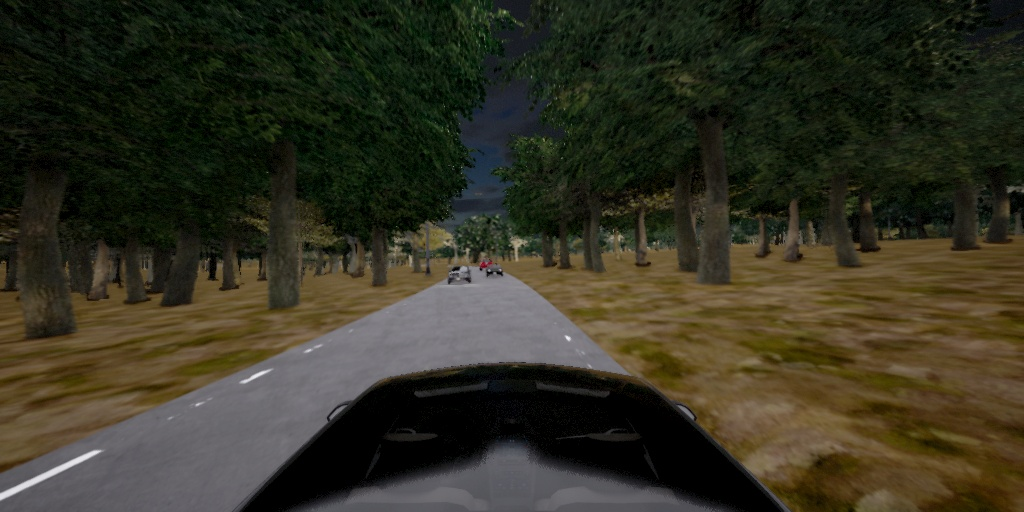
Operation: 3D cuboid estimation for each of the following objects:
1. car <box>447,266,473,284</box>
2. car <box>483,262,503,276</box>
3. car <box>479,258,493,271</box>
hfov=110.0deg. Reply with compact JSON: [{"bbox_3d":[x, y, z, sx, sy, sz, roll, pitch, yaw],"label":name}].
[{"bbox_3d":[-4.345,1.542,30.261,1.812,1.442,4.674,-1,0,-4],"label":"car"},{"bbox_3d":[-2.104,1.638,41.739,1.895,1.301,4.718,-1,0,-5],"label":"car"},{"bbox_3d":[-4.465,1.447,61.813,2.150,2.045,5.566,-1,0,-7],"label":"car"}]
